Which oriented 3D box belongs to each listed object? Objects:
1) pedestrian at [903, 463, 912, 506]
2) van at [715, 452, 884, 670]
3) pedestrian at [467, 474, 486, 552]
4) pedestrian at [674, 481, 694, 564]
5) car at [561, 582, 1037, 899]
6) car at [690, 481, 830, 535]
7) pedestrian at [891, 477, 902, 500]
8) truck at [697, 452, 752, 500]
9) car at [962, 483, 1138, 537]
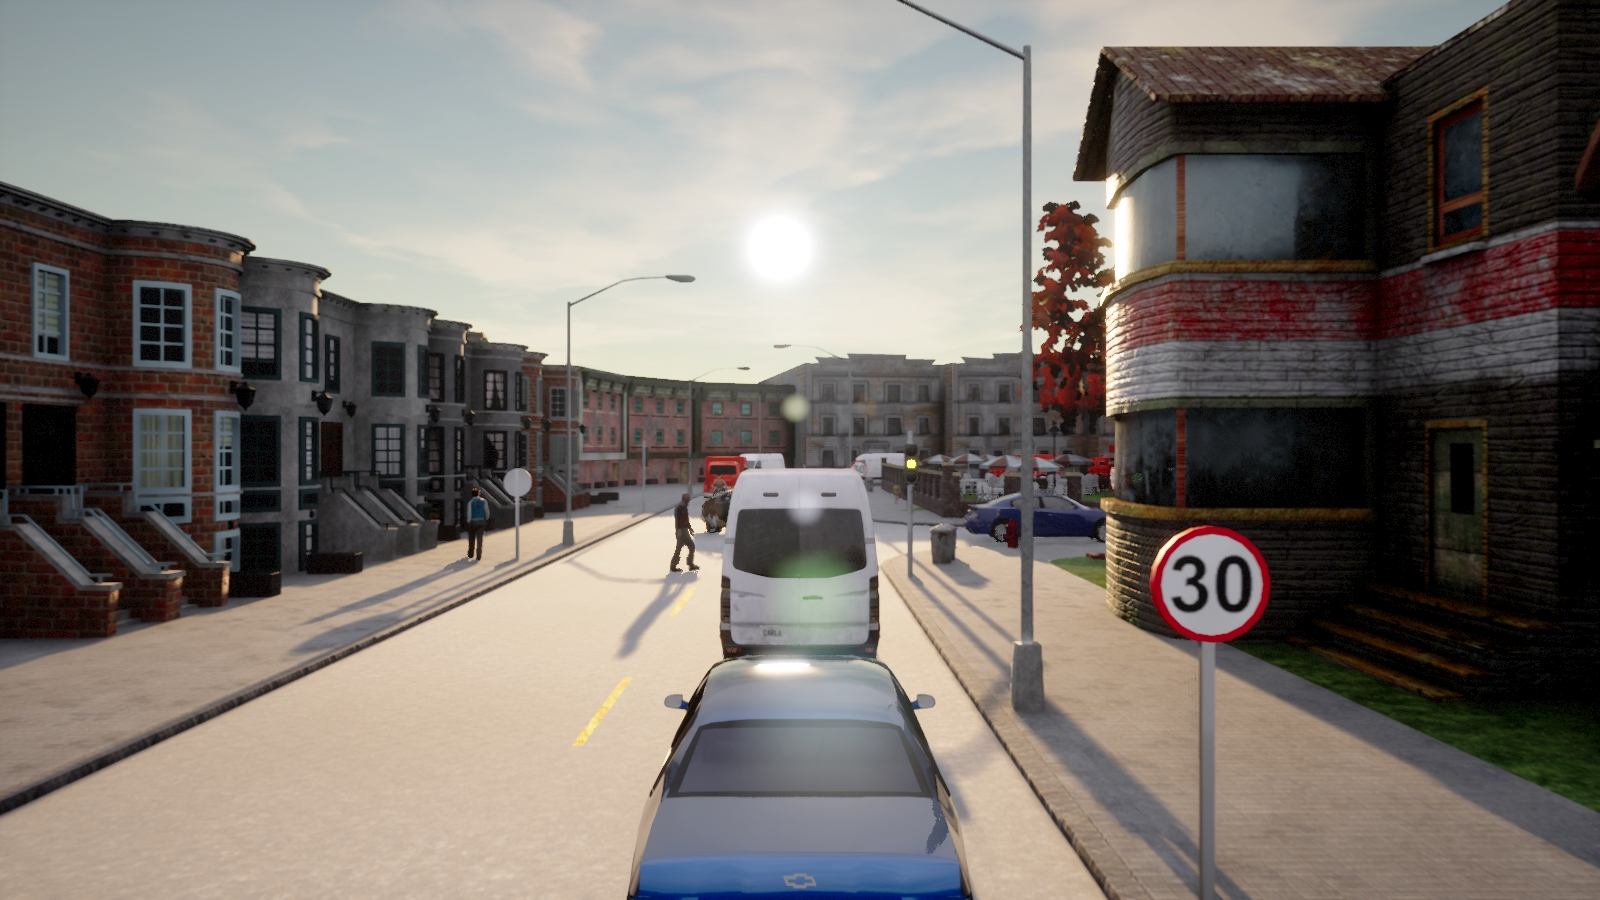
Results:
[{"bbox_3d":[4.744,1.516,50.283,0.375,1.860,0.375,0,0,1],"label":"pedestrian"},{"bbox_3d":[-0.007,1.314,16.428,1.988,2.561,5.915,0,0,0],"label":"van"},{"bbox_3d":[-7.840,1.525,27.677,0.375,1.860,0.375,0,0,-26],"label":"pedestrian"},{"bbox_3d":[-2.617,1.629,25.782,0.375,1.860,0.375,0,0,6],"label":"pedestrian"},{"bbox_3d":[-0.005,1.886,7.566,2.033,1.411,5.357,0,0,0],"label":"car"},{"bbox_3d":[-1.392,1.827,37.459,2.128,1.511,4.902,0,0,-37],"label":"car"},{"bbox_3d":[4.754,1.897,56.533,0.500,1.100,0.500,0,0,0],"label":"pedestrian"},{"bbox_3d":[-4.040,1.348,62.071,2.627,2.467,5.204,0,0,0],"label":"truck"},{"bbox_3d":[7.587,1.814,35.142,5.006,1.535,2.097,0,0,2],"label":"car"}]
